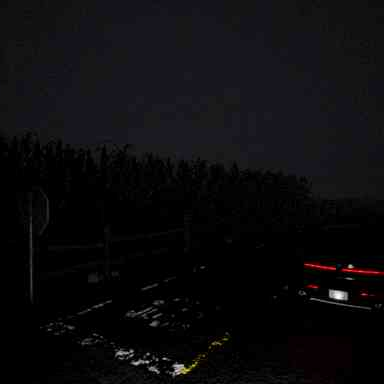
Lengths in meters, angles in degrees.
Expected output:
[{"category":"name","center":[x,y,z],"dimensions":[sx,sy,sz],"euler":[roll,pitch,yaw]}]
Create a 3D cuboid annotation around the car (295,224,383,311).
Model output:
[{"category":"car","center":[3.804,1.498,7.676],"dimensions":[1.837,1.490,4.892],"euler":[0,0,33]}]
